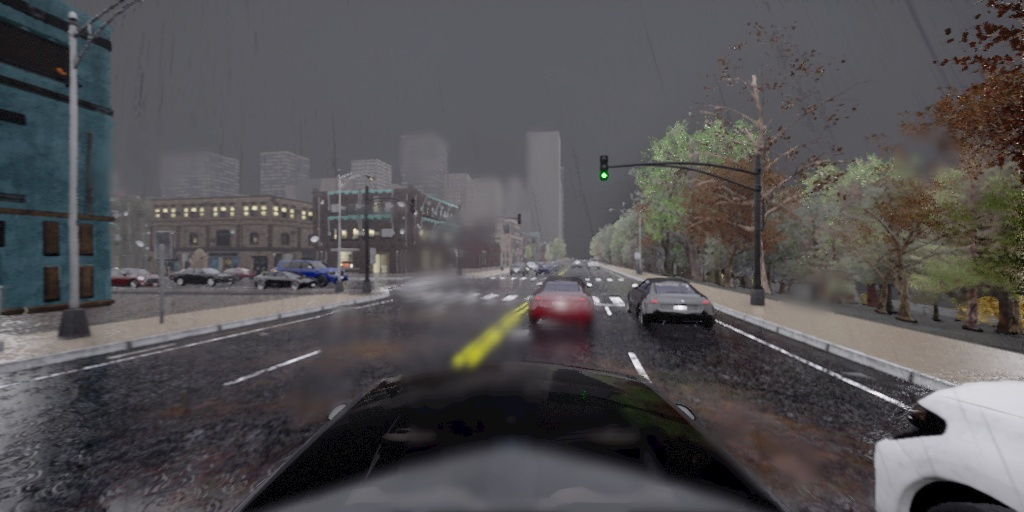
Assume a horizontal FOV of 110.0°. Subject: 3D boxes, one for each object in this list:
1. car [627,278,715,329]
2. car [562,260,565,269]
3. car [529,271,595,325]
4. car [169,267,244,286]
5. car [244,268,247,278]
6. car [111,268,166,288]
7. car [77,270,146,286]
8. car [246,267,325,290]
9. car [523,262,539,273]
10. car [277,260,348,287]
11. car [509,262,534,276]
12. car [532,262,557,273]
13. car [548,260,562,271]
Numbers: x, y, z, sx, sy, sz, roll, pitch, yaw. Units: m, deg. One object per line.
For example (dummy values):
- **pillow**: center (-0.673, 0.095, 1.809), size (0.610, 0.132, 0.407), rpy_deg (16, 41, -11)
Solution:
- **car**: center (4.987, 1.402, 11.757), size (1.994, 1.385, 4.181), rpy_deg (0, 0, 11)
- **car**: center (7.418, 1.694, 60.145), size (1.837, 1.490, 4.892), rpy_deg (0, 0, 11)
- **car**: center (1.796, 1.397, 12.372), size (1.994, 1.385, 4.181), rpy_deg (0, 0, 11)
- **car**: center (-25.710, 1.704, 30.122), size (5.008, 1.535, 1.882), rpy_deg (-1, 0, 11)
- **car**: center (-28.091, 1.831, 36.468), size (4.207, 1.307, 1.802), rpy_deg (0, 0, 11)
- **car**: center (-29.657, 1.707, 28.235), size (4.097, 1.591, 1.967), rpy_deg (0, 0, 11)
- **car**: center (-35.729, 1.928, 32.036), size (4.718, 1.301, 1.895), rpy_deg (-1, 0, 11)
- **car**: center (-16.048, 1.694, 25.520), size (4.313, 1.339, 1.948), rpy_deg (0, 0, 11)
- **car**: center (2.851, 1.656, 53.580), size (1.812, 1.442, 4.674), rpy_deg (0, 0, 11)
- **car**: center (-15.827, 1.347, 28.241), size (5.566, 2.045, 2.150), rpy_deg (-1, 0, 11)
- **car**: center (0.956, 1.546, 43.585), size (2.128, 1.511, 4.902), rpy_deg (0, 0, 11)
- **car**: center (3.853, 1.648, 41.427), size (1.895, 1.301, 4.718), rpy_deg (0, 0, 11)
- **car**: center (5.545, 1.467, 50.343), size (2.097, 1.767, 4.553), rpy_deg (0, 0, 11)
